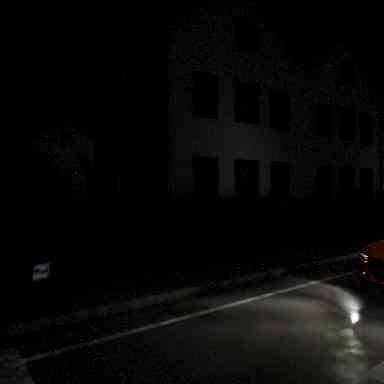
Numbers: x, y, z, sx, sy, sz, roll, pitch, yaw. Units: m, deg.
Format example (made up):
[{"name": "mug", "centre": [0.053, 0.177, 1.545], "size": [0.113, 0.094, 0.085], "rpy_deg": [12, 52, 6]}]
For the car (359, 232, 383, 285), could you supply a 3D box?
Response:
[{"name": "car", "centre": [6.166, 1.443, 8.391], "size": [5.008, 1.535, 1.882], "rpy_deg": [0, 0, -35]}]
